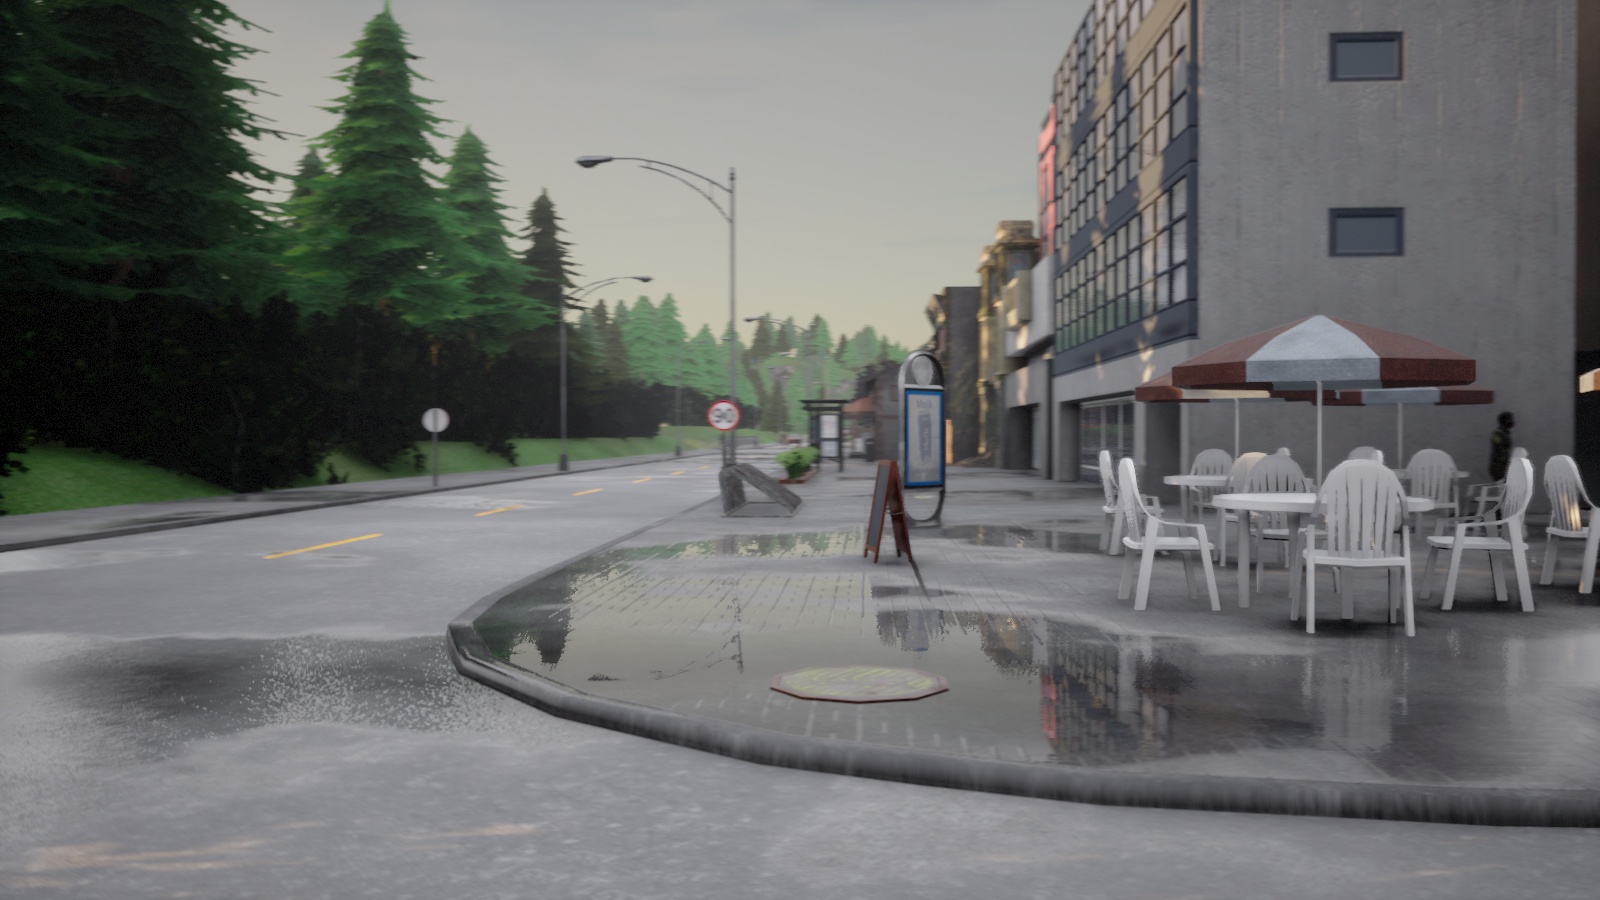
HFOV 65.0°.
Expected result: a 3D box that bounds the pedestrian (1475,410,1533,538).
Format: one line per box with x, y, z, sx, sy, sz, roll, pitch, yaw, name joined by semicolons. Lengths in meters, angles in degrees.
10.829;0.355;19.322;0.692;1.930;0.395;1;1;40;pedestrian
